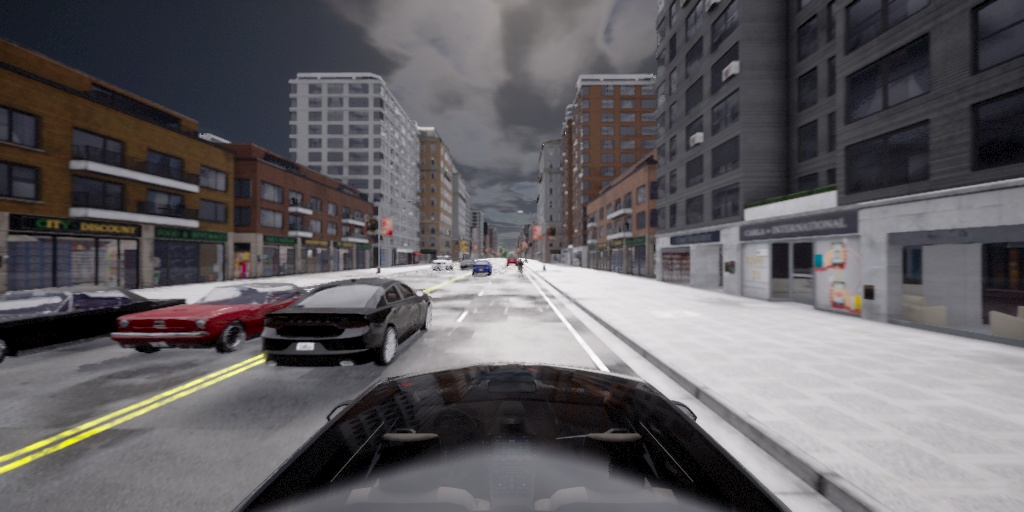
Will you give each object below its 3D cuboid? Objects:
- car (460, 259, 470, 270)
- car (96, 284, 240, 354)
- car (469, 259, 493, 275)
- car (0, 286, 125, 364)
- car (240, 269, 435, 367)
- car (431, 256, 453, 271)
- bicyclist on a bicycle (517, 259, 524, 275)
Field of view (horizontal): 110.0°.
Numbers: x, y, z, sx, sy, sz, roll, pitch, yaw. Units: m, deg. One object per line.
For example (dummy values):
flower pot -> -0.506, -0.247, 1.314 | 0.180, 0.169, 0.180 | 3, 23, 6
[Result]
car -> -6.562, 1.257, 53.146 | 1.837, 1.490, 4.892 | 0, 0, 0
car -> -6.600, 1.351, 8.905 | 1.895, 1.301, 4.718 | 0, 0, 0
car -> -3.153, 1.228, 38.878 | 1.882, 1.535, 5.008 | 0, 0, 0
car -> -9.851, 1.350, 7.596 | 1.895, 1.301, 4.718 | 0, 0, 0
car -> -3.151, 1.227, 7.943 | 1.882, 1.535, 5.008 | 0, 0, 0
car -> -9.813, 0.973, 50.771 | 2.150, 2.045, 5.566 | 0, 0, 1
bicyclist on a bicycle -> 0.891, 1.121, 35.724 | 0.659, 1.776, 1.843 | 0, 0, 0
